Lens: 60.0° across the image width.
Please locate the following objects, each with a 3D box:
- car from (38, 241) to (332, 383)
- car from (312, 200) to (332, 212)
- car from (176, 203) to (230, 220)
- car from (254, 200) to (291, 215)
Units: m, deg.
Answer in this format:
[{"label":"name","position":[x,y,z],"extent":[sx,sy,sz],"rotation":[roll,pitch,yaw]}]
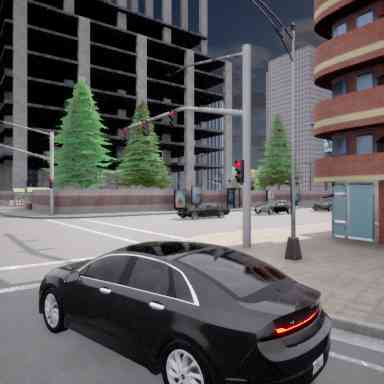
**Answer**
[{"label":"car","position":[-0.534,1.505,5.001],"extent":[4.892,1.490,1.837],"rotation":[0,0,41]},{"label":"car","position":[16.646,1.407,40.273],"extent":[4.553,1.767,2.097],"rotation":[0,0,-35]},{"label":"car","position":[0.983,1.656,29.065],"extent":[4.718,1.301,1.895],"rotation":[0,0,-36]},{"label":"car","position":[8.563,1.547,34.501],"extent":[4.902,1.511,2.128],"rotation":[0,0,-36]}]
